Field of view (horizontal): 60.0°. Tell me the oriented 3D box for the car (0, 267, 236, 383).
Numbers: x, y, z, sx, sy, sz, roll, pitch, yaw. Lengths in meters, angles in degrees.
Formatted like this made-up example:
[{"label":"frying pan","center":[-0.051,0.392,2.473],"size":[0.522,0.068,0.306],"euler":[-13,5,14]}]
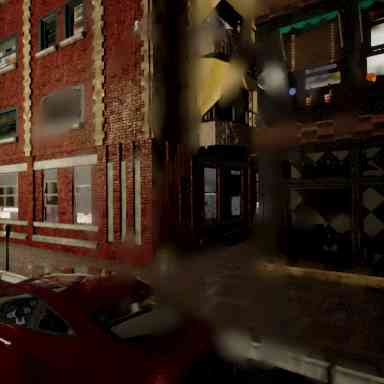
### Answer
[{"label":"car","center":[-1.515,1.583,3.934],"size":[4.206,1.307,1.802],"euler":[0,-1,36]}]
